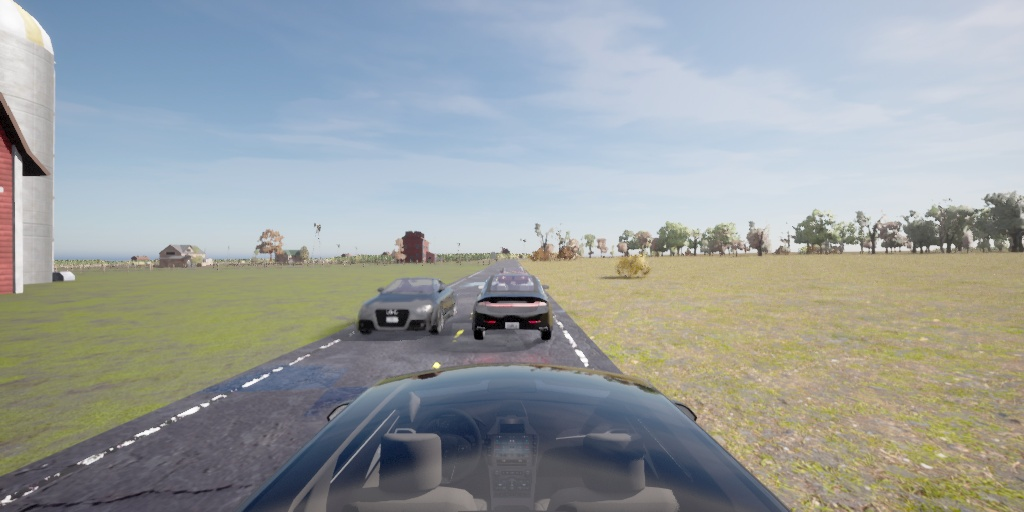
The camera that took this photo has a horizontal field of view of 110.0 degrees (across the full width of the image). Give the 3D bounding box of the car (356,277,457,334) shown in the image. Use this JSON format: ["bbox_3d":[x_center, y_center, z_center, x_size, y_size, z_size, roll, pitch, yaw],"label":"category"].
[{"bbox_3d":[-2.826,1.313,10.454,1.994,1.385,4.181,0,0,0],"label":"car"}]

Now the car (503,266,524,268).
[{"bbox_3d":[0.105,1.353,24.154,1.895,1.301,4.718,0,0,1],"label":"car"}]

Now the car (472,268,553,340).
[{"bbox_3d":[0.030,1.242,9.920,2.128,1.511,4.902,0,0,1],"label":"car"}]
